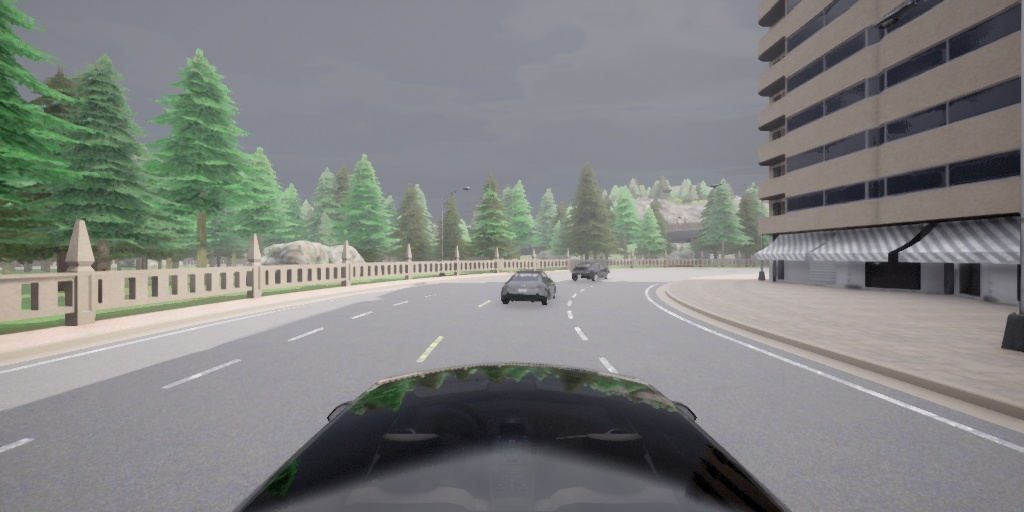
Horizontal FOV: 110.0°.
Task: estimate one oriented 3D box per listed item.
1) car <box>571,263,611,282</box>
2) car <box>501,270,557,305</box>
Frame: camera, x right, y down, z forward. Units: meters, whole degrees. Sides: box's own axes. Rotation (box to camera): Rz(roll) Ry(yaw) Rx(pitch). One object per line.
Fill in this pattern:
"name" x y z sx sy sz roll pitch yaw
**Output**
"car" 6.463 1.266 29.143 1.837 1.490 4.892 0 0 34
"car" 0.838 1.322 16.068 1.994 1.385 4.181 0 0 12
